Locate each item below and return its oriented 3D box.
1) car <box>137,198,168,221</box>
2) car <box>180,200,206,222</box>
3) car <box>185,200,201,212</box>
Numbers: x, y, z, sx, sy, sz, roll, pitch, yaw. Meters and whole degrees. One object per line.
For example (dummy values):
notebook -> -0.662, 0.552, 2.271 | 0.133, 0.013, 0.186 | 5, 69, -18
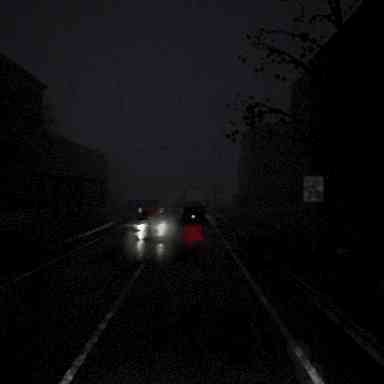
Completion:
car -> -3.102, 1.357, 26.790 | 2.097, 1.767, 4.553 | 0, 0, 0
car -> 0.097, 1.513, 26.577 | 1.837, 1.490, 4.892 | 0, 0, 0
car -> 0.093, 1.767, 43.046 | 1.994, 1.385, 4.181 | 0, -1, 0
